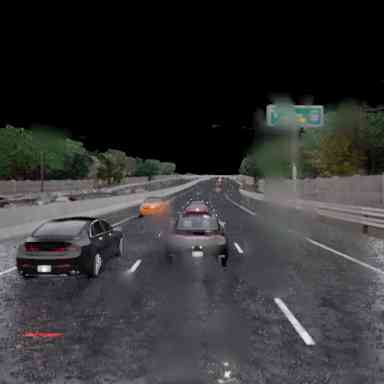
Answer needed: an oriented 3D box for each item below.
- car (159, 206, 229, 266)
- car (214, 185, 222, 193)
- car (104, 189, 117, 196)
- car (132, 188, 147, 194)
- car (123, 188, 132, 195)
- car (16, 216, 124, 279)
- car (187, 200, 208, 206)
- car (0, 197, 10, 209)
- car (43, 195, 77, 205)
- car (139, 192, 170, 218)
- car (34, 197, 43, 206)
[{"bbox_3d":[0.177,1.467,11.499,2.128,1.511,4.902,0,0,1],"label":"car"},{"bbox_3d":[6.995,-0.495,89.624,1.994,1.385,4.181,0,3,5],"label":"car"},{"bbox_3d":[-18.544,0.027,75.828,1.882,1.535,5.008,0,2,4],"label":"car"},{"bbox_3d":[-11.531,-0.145,75.804,2.097,1.767,4.553,0,2,4],"label":"car"},{"bbox_3d":[-14.855,-0.075,78.578,2.128,1.511,4.902,0,2,4],"label":"car"},{"bbox_3d":[-3.340,1.486,9.987,1.837,1.490,4.892,0,0,0],"label":"car"},{"bbox_3d":[0.492,1.359,29.083,1.994,1.385,4.181,0,1,1],"label":"car"},{"bbox_3d":[-20.579,1.215,33.850,1.837,1.490,4.892,0,1,2],"label":"car"},{"bbox_3d":[-13.536,1.215,35.192,1.812,1.442,4.674,0,1,2],"label":"car"},{"bbox_3d":[-3.032,1.161,28.073,2.097,1.767,4.553,0,1,1],"label":"car"},{"bbox_3d":[-16.889,1.093,39.609,2.128,1.511,4.902,0,1,2],"label":"car"}]
